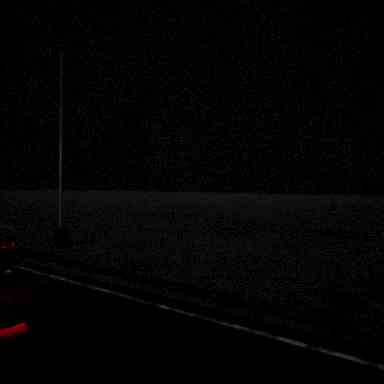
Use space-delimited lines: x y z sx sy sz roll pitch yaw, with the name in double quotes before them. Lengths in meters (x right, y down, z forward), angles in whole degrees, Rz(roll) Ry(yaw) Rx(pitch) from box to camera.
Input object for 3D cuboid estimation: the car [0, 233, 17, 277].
"car" -6.548 1.384 8.666 5.008 1.535 1.882 1 0 35
